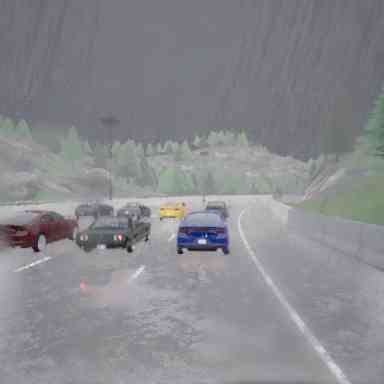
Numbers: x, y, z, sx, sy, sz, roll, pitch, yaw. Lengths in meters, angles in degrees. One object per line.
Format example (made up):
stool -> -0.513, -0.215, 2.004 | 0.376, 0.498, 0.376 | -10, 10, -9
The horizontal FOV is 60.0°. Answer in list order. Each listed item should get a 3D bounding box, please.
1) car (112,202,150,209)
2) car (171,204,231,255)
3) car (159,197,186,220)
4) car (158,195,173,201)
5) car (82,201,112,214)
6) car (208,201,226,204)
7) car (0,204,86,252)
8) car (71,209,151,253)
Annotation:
car -> -4.841, 1.572, 28.222 | 1.994, 1.385, 4.181 | 0, 0, 9
car -> 0.521, 1.484, 13.449 | 1.882, 1.535, 5.008 | 0, 0, 4
car -> -1.381, 1.484, 27.696 | 1.882, 1.535, 5.008 | 0, 0, 9
car -> -6.575, 1.517, 84.004 | 1.994, 1.385, 4.181 | 0, 0, 23
car -> -8.301, 1.495, 28.747 | 2.128, 1.511, 4.902 | 0, 0, 9
car -> 2.080, 1.516, 27.170 | 1.837, 1.490, 4.892 | 0, 0, 9
car -> -6.459, 1.484, 13.976 | 1.882, 1.535, 5.008 | 0, 0, 4
car -> -2.967, 1.616, 13.743 | 1.895, 1.301, 4.718 | 0, 0, 4
